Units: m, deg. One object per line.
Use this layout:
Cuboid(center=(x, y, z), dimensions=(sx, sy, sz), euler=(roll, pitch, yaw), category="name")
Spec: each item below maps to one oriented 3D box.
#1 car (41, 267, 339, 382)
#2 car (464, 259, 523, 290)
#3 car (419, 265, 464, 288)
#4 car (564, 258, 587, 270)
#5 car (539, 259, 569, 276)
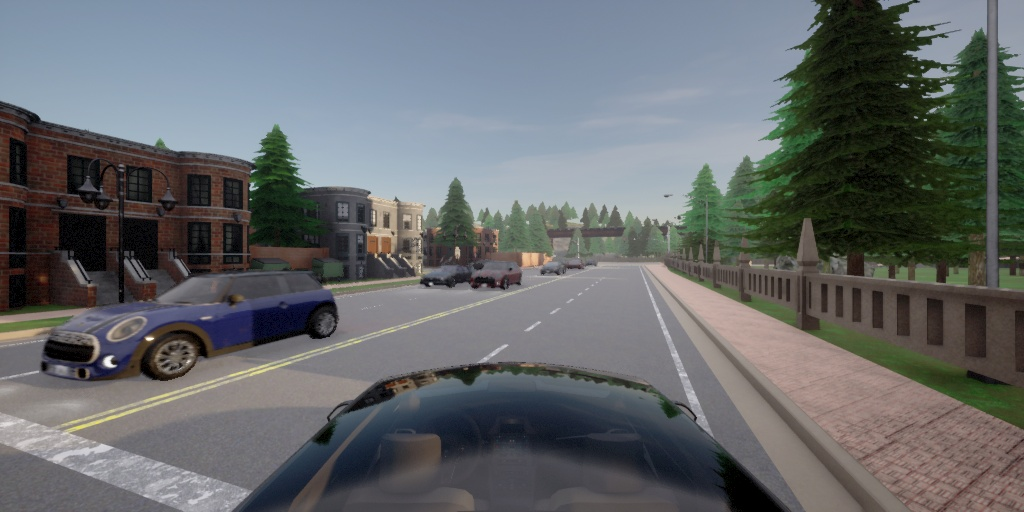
Cuboid(center=(-5.974, 1.102, 7.446), dimensions=(2.097, 1.767, 4.553), euler=(0, 0, 18), category="car")
Cuboid(center=(-0.857, 1.101, 22.412), dimensions=(2.097, 1.767, 4.553), euler=(0, 0, 19), category="car")
Cuboid(center=(-4.010, 1.297, 24.003), dimensions=(2.033, 1.411, 5.357), euler=(0, 0, 19), category="car")
Cuboid(center=(9.130, 1.228, 51.459), dimensions=(1.882, 1.535, 5.008), euler=(0, 0, 19), category="car")
Cuboid(center=(4.314, 1.275, 37.509), dimensions=(1.812, 1.442, 4.674), euler=(0, 0, 19), category="car")
